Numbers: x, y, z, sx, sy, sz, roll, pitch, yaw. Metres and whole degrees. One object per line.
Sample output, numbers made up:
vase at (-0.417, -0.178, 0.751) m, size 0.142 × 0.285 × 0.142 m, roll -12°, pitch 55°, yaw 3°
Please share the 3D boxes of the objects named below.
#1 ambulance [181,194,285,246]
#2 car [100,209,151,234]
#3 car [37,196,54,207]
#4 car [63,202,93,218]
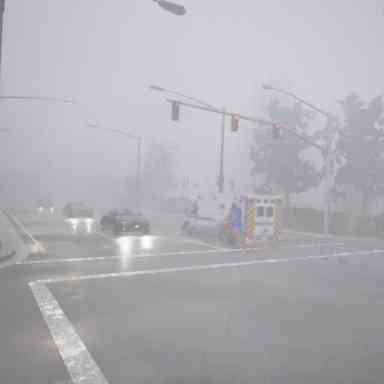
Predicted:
ambulance at (1.754, 1.366, 17.394) m, size 2.351 × 2.431 × 6.366 m, roll 3°, pitch -1°, yaw -31°
car at (-4.072, 1.695, 19.976) m, size 1.994 × 1.385 × 4.181 m, roll 3°, pitch -1°, yaw -31°
car at (-21.279, 1.391, 48.207) m, size 1.837 × 1.490 × 4.892 m, roll 3°, pitch -2°, yaw -31°
car at (-10.410, 1.603, 30.322) m, size 1.994 × 1.385 × 4.181 m, roll 3°, pitch -1°, yaw -31°
